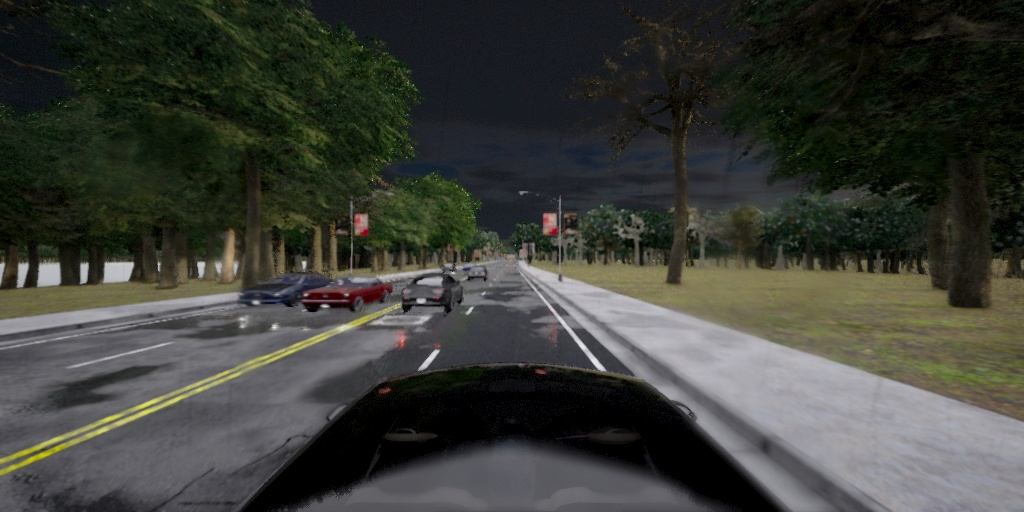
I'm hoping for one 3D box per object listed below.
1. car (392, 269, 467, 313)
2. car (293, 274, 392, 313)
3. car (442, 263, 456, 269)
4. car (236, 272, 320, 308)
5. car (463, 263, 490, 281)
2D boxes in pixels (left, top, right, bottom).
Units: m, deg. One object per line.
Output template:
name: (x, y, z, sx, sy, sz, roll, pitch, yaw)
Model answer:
car: (-3.168, 1.422, 14.822, 1.812, 1.442, 4.674, 0, -1, 0)
car: (-6.623, 1.499, 14.909, 1.895, 1.301, 4.718, 0, -1, 0)
car: (-10.038, 1.918, 57.431, 1.812, 1.442, 4.674, 0, -1, 0)
car: (-9.879, 1.464, 16.526, 2.033, 1.411, 5.357, 0, -1, 0)
car: (-3.270, 1.678, 35.339, 2.033, 1.411, 5.357, 0, -1, 0)
